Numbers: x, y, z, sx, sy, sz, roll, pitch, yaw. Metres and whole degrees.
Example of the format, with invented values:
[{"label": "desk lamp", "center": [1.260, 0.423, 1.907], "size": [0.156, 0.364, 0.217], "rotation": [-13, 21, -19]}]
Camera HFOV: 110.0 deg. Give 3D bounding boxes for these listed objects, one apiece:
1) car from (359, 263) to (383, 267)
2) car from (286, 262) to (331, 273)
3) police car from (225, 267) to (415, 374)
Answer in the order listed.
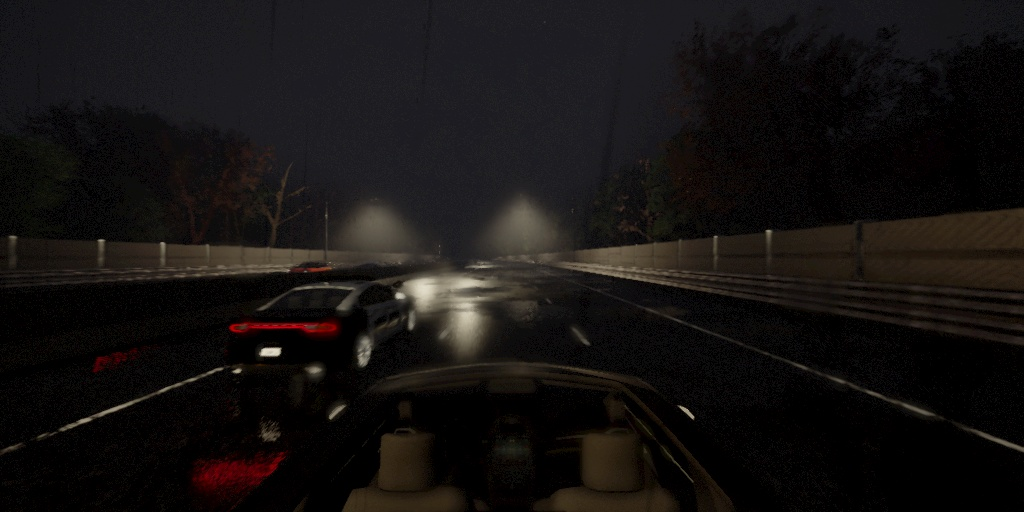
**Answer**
[{"label": "car", "center": [-14.419, 1.449, 36.288], "size": [1.882, 1.535, 5.008], "rotation": [0, -1, -1]}, {"label": "car", "center": [-17.850, 1.309, 31.709], "size": [2.097, 1.767, 4.553], "rotation": [0, 0, -1]}, {"label": "police car", "center": [-3.530, 1.214, 7.814], "size": [1.930, 1.638, 5.238], "rotation": [0, 0, 0]}]
